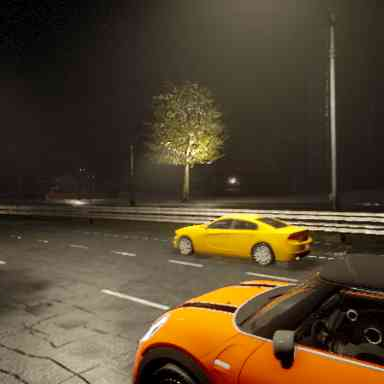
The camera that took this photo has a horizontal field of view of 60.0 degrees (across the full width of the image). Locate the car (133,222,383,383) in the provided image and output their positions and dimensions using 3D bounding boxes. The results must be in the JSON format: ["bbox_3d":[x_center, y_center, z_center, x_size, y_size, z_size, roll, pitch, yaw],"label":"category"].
[{"bbox_3d":[1.591,1.351,2.779,4.553,1.767,2.097,-1,0,38],"label":"car"}]

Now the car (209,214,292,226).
[{"bbox_3d":[1.597,1.528,11.702,5.008,1.535,1.882,-1,0,38],"label":"car"}]
